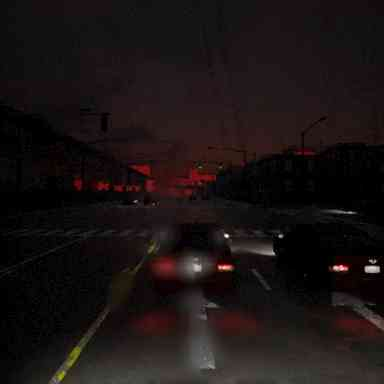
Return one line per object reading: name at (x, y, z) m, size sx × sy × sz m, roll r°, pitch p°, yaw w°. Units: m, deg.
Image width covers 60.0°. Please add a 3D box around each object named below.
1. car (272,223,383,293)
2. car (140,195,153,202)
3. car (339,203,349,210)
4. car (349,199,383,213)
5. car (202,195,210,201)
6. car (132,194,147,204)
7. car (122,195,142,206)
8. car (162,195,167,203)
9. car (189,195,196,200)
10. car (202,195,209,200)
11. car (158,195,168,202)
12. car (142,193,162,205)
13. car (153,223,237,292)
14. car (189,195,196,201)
car at (3.580, 1.548, 8.966) m, size 2.033 × 1.411 × 5.357 m, roll 0°, pitch 0°, yaw 2°
car at (-10.350, 1.525, 76.116) m, size 2.128 × 1.511 × 4.902 m, roll 0°, pitch 0°, yaw 0°
car at (20.614, 1.547, 39.847) m, size 5.357 × 1.411 × 2.033 m, roll 0°, pitch 0°, yaw 0°
car at (20.032, 1.564, 36.343) m, size 4.181 × 1.385 × 1.994 m, roll 0°, pitch 0°, yaw 0°
car at (3.667, 1.553, 84.833) m, size 1.994 × 1.385 × 4.181 m, roll 0°, pitch 0°, yaw 0°
car at (-10.397, 1.352, 66.091) m, size 2.097 × 1.767 × 4.553 m, roll 0°, pitch 0°, yaw 1°
car at (-10.474, 1.547, 56.697) m, size 2.033 × 1.411 × 5.357 m, roll 0°, pitch 0°, yaw 0°
car at (-6.878, 1.547, 67.805) m, size 2.033 × 1.411 × 5.357 m, roll 0°, pitch 0°, yaw 0°
car at (0.187, 1.500, 94.790) m, size 1.837 × 1.490 × 4.892 m, roll 0°, pitch 0°, yaw 0°
car at (3.687, 1.524, 94.775) m, size 1.812 × 1.442 × 4.674 m, roll 0°, pitch 0°, yaw 0°
car at (-6.846, 1.500, 78.069) m, size 1.837 × 1.490 × 4.892 m, roll 0°, pitch 0°, yaw 0°
car at (-6.974, 1.221, 57.564) m, size 2.150 × 2.045 × 5.566 m, roll 0°, pitch 0°, yaw 0°
car at (0.086, 1.548, 9.069) m, size 2.033 × 1.411 × 5.357 m, roll 0°, pitch 0°, yaw 1°
car at (0.166, 1.540, 84.238) m, size 2.033 × 1.411 × 5.357 m, roll 0°, pitch 0°, yaw 0°
